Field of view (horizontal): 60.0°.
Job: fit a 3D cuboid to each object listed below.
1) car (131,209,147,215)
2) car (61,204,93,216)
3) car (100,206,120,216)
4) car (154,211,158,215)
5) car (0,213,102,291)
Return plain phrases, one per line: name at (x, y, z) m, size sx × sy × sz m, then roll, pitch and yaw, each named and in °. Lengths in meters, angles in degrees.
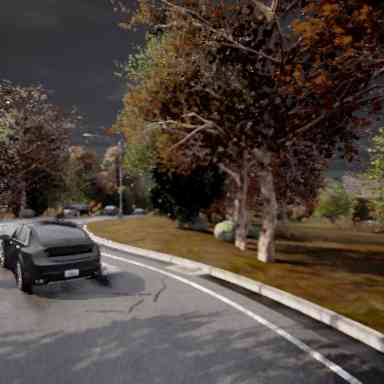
car at (-9.612, 3.793, 60.901) m, size 1.812 × 1.442 × 4.674 m, roll 0°, pitch -5°, yaw 10°
car at (-13.231, 2.097, 38.490) m, size 2.128 × 1.511 × 4.902 m, roll 0°, pitch -3°, yaw 9°
car at (-11.676, 2.721, 48.149) m, size 1.812 × 1.442 × 4.674 m, roll 0°, pitch -4°, yaw 9°
car at (-5.733, 3.898, 62.119) m, size 1.837 × 1.490 × 4.892 m, roll 0°, pitch -5°, yaw 9°
car at (-4.132, 1.574, 9.439) m, size 1.837 × 1.490 × 4.892 m, roll 0°, pitch 0°, yaw -36°
